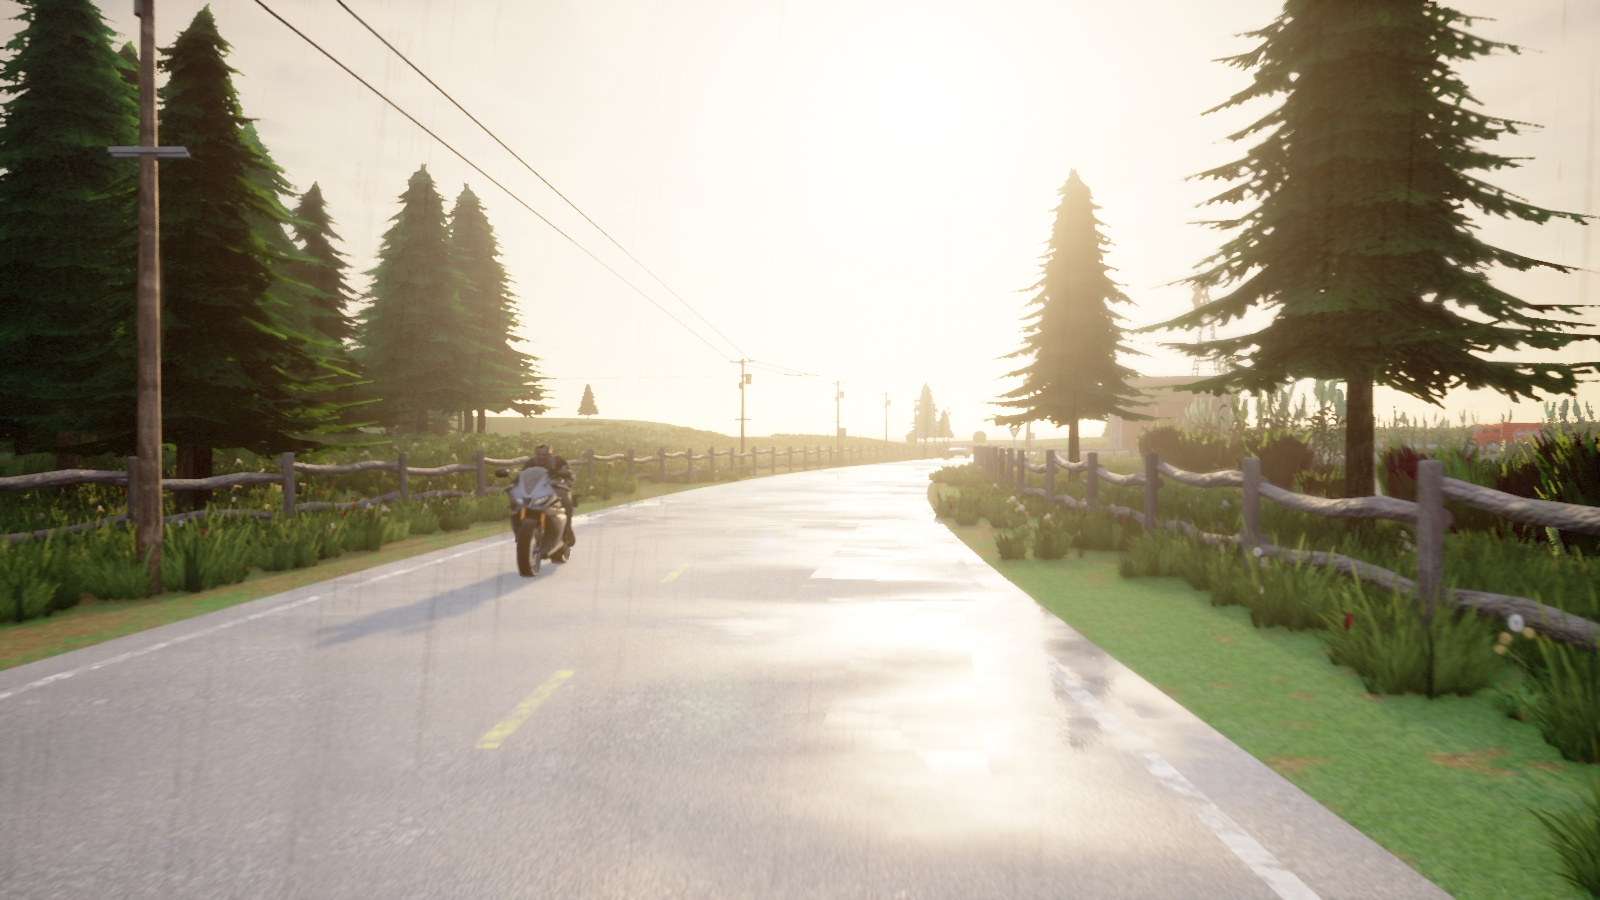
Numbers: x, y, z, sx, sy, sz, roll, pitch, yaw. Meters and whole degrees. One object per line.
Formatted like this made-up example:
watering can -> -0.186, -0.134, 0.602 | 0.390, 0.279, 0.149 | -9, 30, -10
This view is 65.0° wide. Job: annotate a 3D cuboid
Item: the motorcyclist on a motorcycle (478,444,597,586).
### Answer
motorcyclist on a motorcycle -> -3.011, 0.696, 14.639 | 0.866, 1.530, 2.191 | 0, 0, 2
